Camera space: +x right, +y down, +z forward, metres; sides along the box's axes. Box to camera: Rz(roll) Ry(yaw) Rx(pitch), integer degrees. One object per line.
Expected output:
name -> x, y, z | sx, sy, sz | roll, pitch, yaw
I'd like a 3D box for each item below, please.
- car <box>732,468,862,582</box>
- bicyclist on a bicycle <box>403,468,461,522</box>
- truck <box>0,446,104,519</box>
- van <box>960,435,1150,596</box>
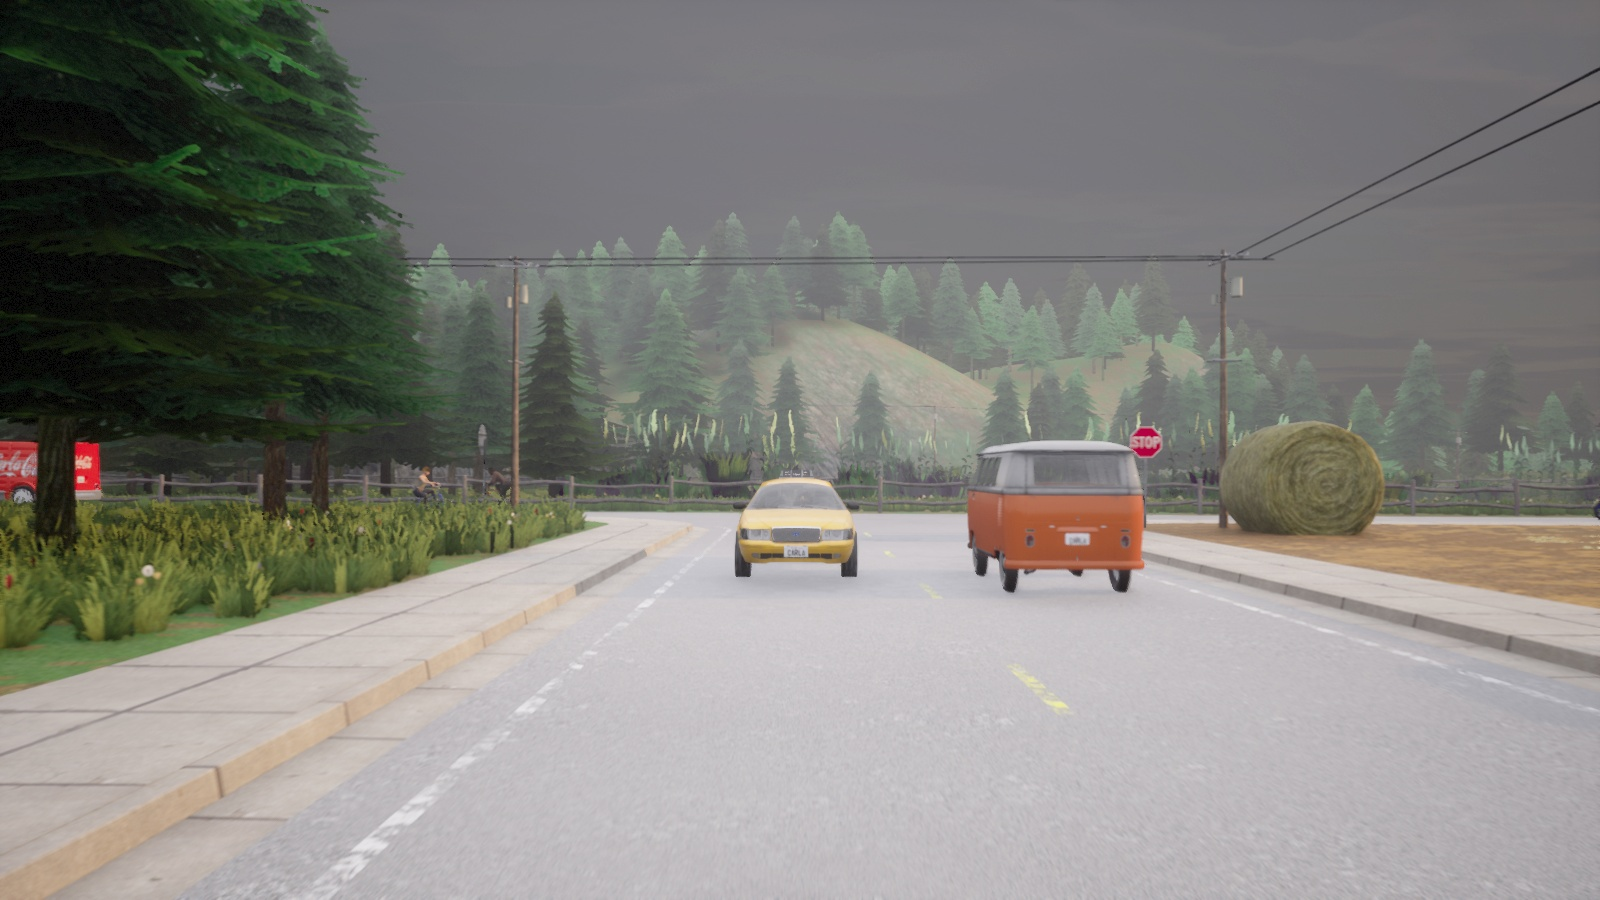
car -> -0.049, 1.089, 20.176 | 1.801, 1.575, 5.366 | 0, -1, 0
bicyclist on a bicycle -> -11.775, 1.429, 40.198 | 1.509, 1.612, 0.866 | -3, -1, 3
truck -> -27.833, 1.146, 44.199 | 5.204, 2.467, 2.627 | 0, -1, 1
van -> 3.456, 0.850, 17.845 | 1.775, 1.987, 4.442 | 0, -1, 0
